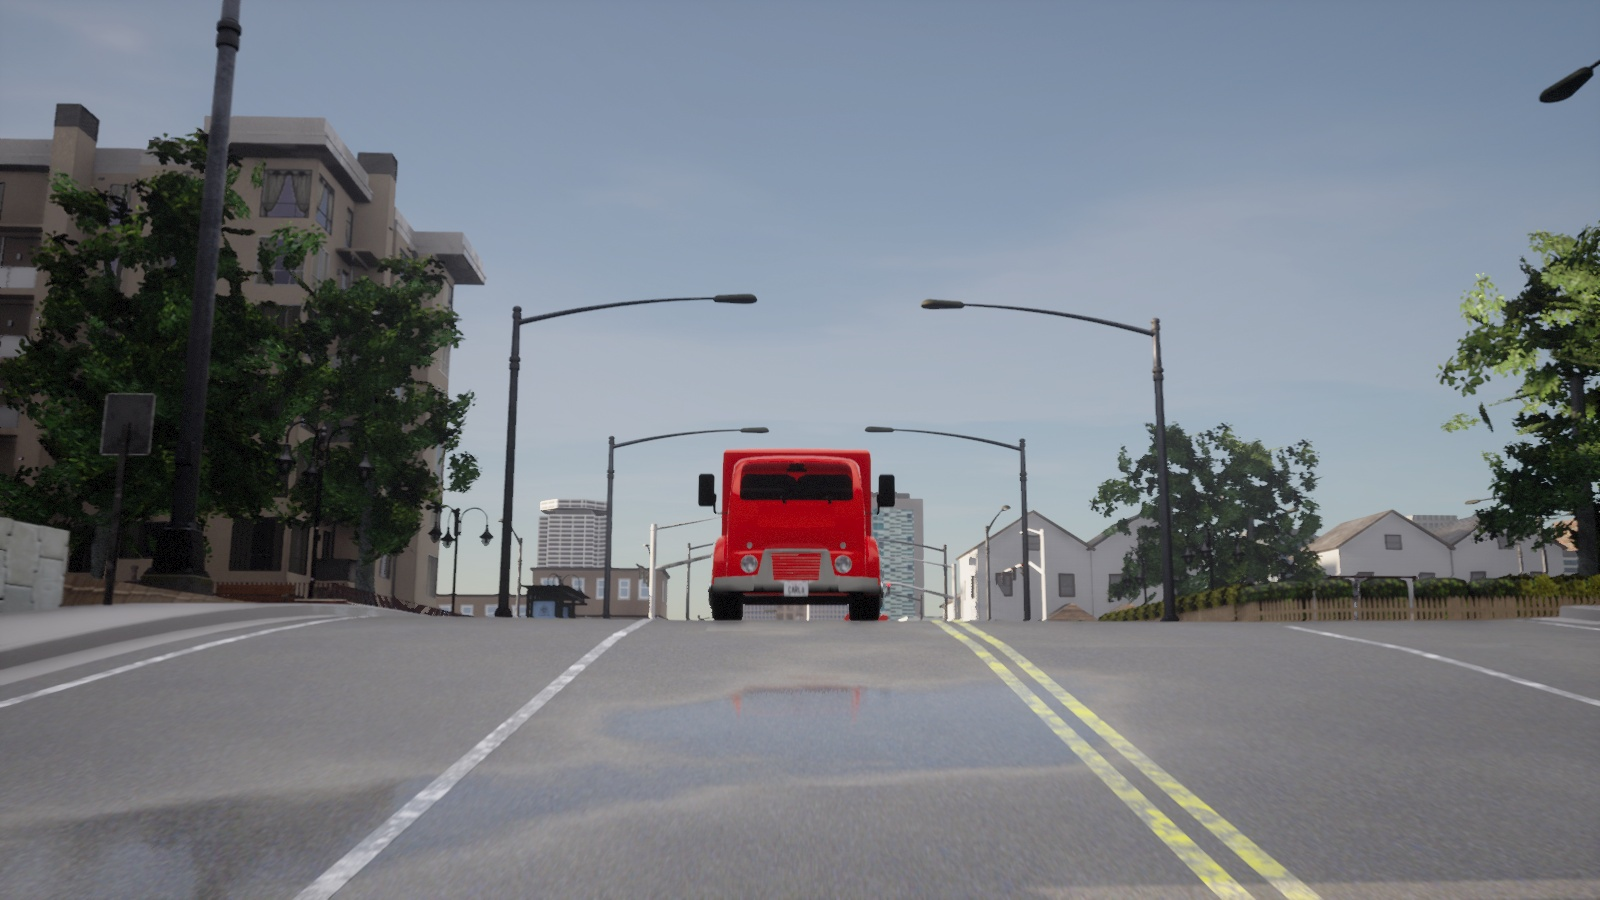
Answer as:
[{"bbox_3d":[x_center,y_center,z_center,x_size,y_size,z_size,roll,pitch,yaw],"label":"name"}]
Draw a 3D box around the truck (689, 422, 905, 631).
[{"bbox_3d":[-0.044,1.297,18.052,2.627,2.467,5.204,0,-9,0],"label":"truck"}]
